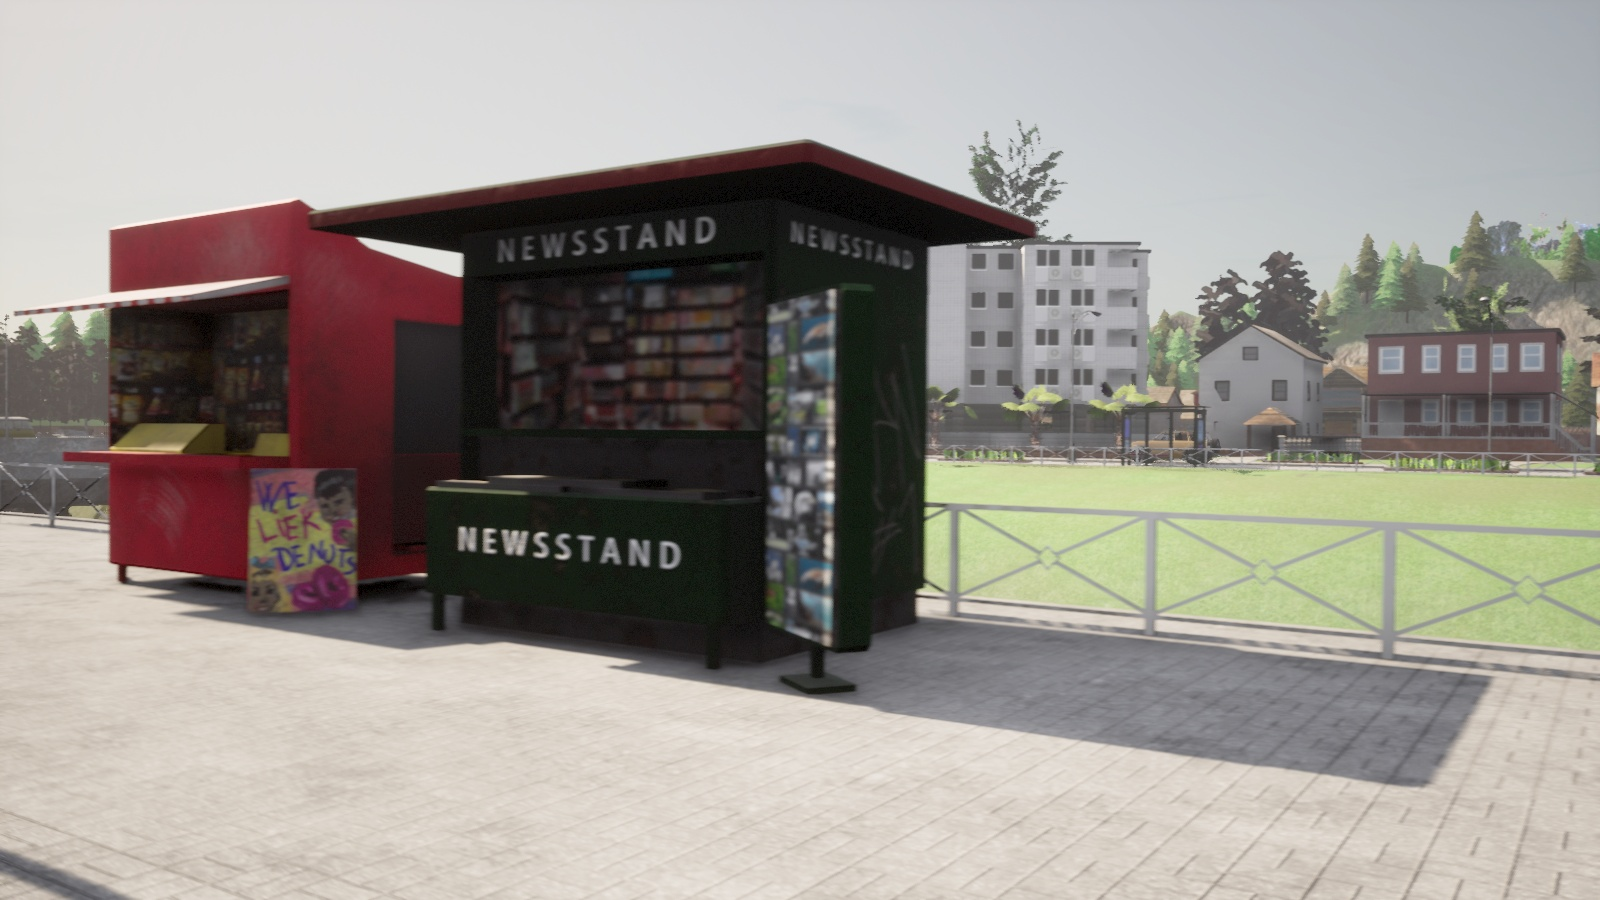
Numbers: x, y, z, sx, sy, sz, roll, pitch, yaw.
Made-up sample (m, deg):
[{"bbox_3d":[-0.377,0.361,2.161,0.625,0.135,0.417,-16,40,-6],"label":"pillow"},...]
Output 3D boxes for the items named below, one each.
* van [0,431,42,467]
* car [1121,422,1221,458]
[{"bbox_3d":[-45.521,-0.070,70.794,1.775,1.987,4.442,0,1,34],"label":"van"},{"bbox_3d":[19.329,-0.520,65.452,4.605,1.855,1.932,0,1,34],"label":"car"}]
